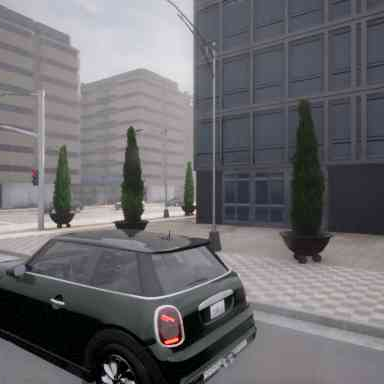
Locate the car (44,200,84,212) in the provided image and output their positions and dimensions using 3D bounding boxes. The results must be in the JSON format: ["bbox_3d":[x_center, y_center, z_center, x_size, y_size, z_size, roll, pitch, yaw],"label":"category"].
[{"bbox_3d":[-14.062,1.560,35.955,1.837,1.490,4.892,0,0,35],"label":"car"}]

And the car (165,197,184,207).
[{"bbox_3d":[-2.220,1.560,52.716,1.837,1.490,4.892,0,0,35],"label":"car"}]

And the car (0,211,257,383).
[{"bbox_3d":[-1.439,1.352,5.018,4.553,1.767,2.097,0,0,35],"label":"car"}]

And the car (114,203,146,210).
[{"bbox_3d":[-8.168,1.581,44.296,1.812,1.442,4.674,0,0,35],"label":"car"}]
